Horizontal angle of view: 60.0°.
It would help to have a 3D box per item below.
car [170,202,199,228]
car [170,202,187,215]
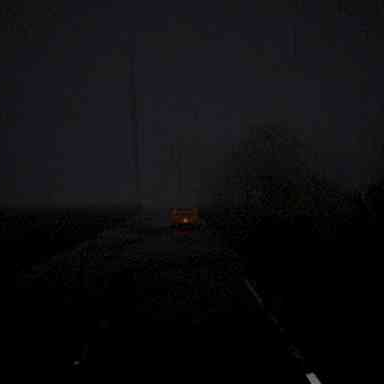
[{"bbox_3d":[-0.553,1.728,24.164,1.882,1.535,5.008,0,-1,-3],"label":"car"},{"bbox_3d":[-1.720,1.956,41.360,1.812,1.442,4.674,0,-1,-5],"label":"car"}]
